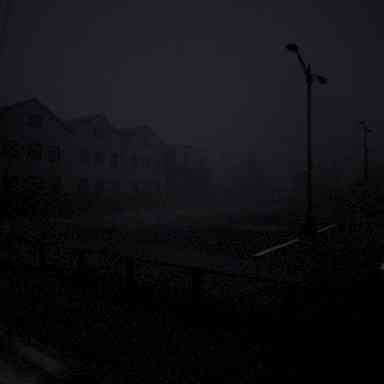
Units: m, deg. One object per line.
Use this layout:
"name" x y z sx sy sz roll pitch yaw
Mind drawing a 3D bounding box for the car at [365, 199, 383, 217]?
"car" 15.308 1.298 26.892 2.007 1.523 4.514 0 0 35
